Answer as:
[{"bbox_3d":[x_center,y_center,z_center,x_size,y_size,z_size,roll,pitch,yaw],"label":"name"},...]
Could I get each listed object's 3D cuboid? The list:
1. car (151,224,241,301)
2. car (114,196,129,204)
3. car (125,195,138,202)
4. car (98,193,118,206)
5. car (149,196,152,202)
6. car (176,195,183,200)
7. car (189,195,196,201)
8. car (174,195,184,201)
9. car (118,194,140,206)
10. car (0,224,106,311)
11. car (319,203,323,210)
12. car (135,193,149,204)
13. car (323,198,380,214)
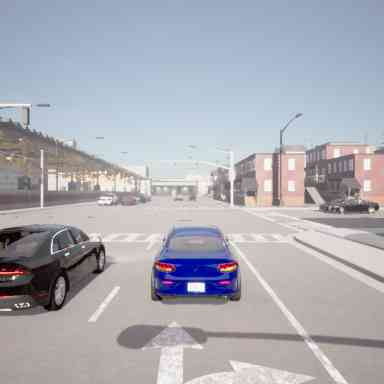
[{"bbox_3d":[0.091,1.526,8.219,1.812,1.442,4.674,0,0,0],"label":"car"},{"bbox_3d":[-13.914,1.564,66.018,1.994,1.385,4.181,0,0,0],"label":"car"},{"bbox_3d":[-13.875,1.524,76.439,2.128,1.511,4.902,0,0,0],"label":"car"},{"bbox_3d":[-13.997,1.221,55.697,2.150,2.045,5.566,0,0,0],"label":"car"},{"bbox_3d":[-10.375,1.540,76.144,2.033,1.411,5.357,0,0,0],"label":"car"},{"bbox_3d":[-3.348,1.524,92.668,1.812,1.442,4.674,0,0,0],"label":"car"},{"bbox_3d":[0.134,1.500,81.929,1.837,1.490,4.892,0,0,0],"label":"car"},{"bbox_3d":[-3.366,1.595,82.083,1.895,1.301,4.718,0,0,0],"label":"car"},{"bbox_3d":[-10.497,1.477,55.569,1.882,1.535,5.008,0,0,0],"label":"car"},{"bbox_3d":[-3.416,1.505,7.761,1.837,1.490,4.892,0,0,0],"label":"car"},{"bbox_3d":[17.082,1.505,38.028,4.892,1.490,1.837,0,0,0],"label":"car"},{"bbox_3d":[-10.424,1.221,65.453,2.150,2.045,5.566,0,0,1],"label":"car"},{"bbox_3d":[16.779,1.491,34.521,4.902,1.511,2.128,0,0,0],"label":"car"}]
